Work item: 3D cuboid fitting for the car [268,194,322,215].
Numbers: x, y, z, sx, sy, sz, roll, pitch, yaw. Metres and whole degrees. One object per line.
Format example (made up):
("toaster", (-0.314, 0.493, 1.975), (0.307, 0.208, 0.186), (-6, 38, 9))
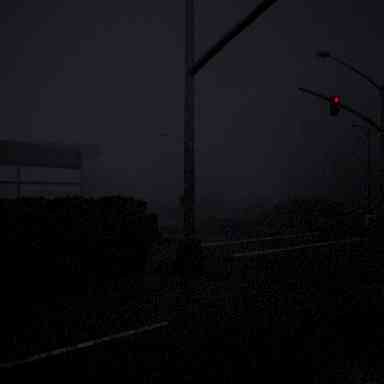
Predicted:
("car", (10.163, 1.330, 32.493), (5.027, 1.636, 2.152), (0, 0, -35))

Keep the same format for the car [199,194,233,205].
("car", (3.931, 1.298, 54.801), (4.514, 1.523, 2.007), (0, 0, -35))

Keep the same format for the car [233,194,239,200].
("car", (9.436, 1.232, 77.890), (3.806, 1.475, 1.970), (0, 0, -35))

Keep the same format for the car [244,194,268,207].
("car", (9.638, 1.320, 46.598), (3.633, 1.501, 1.845), (0, 0, -35))

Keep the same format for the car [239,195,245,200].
("car", (13.388, 1.154, 72.824), (5.027, 1.636, 2.152), (0, 0, -35))

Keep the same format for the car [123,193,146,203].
("car", (-10.972, 1.077, 63.575), (3.866, 1.878, 1.905), (0, 0, -35))

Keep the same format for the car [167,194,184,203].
("car", (-2.644, 1.097, 65.405), (4.605, 1.855, 1.932), (0, 0, -35))

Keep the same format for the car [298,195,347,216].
("car", (12.008, 1.340, 29.956), (4.514, 1.523, 2.007), (0, 0, -35))

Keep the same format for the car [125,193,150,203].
("car", (-9.562, 1.361, 60.502), (3.806, 1.475, 1.970), (0, 0, -35))

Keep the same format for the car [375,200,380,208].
("car", (25.525, 1.384, 43.097), (3.806, 1.475, 1.970), (0, 0, -35))

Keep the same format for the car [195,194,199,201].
("car", (1.562, 1.298, 76.838), (4.514, 1.523, 2.007), (0, 0, -35))
